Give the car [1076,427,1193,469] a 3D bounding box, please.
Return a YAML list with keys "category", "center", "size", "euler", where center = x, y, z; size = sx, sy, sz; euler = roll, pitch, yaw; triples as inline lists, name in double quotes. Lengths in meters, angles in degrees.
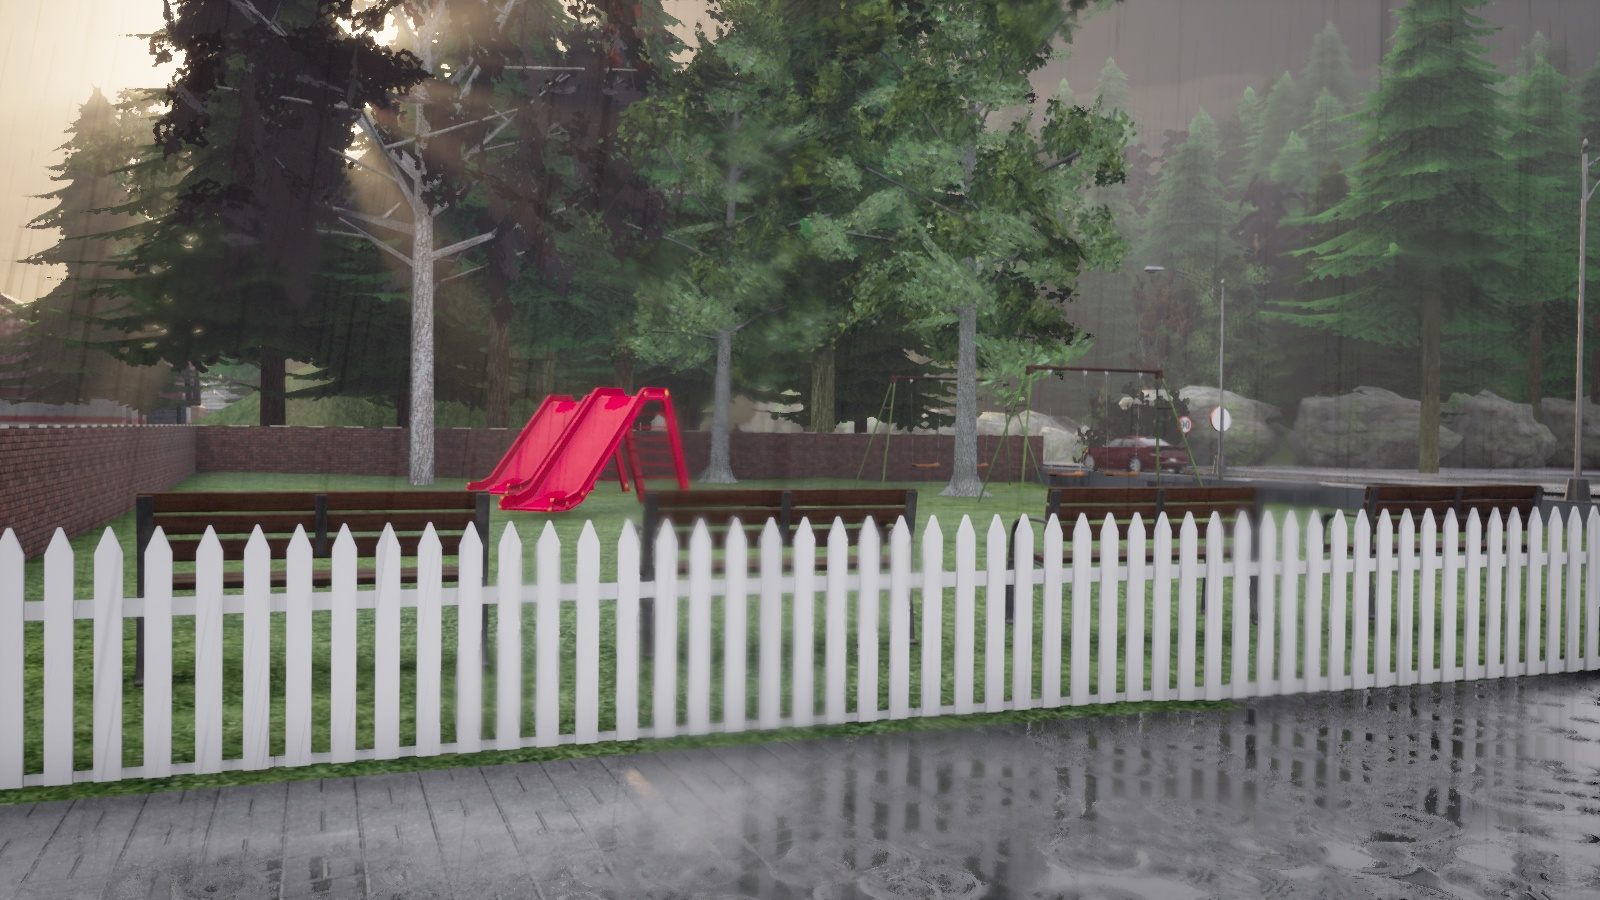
- category: "car"
  center: [13.133, -0.118, 49.685]
  size: [1.882, 1.535, 5.008]
  euler: [-1, 1, -21]
